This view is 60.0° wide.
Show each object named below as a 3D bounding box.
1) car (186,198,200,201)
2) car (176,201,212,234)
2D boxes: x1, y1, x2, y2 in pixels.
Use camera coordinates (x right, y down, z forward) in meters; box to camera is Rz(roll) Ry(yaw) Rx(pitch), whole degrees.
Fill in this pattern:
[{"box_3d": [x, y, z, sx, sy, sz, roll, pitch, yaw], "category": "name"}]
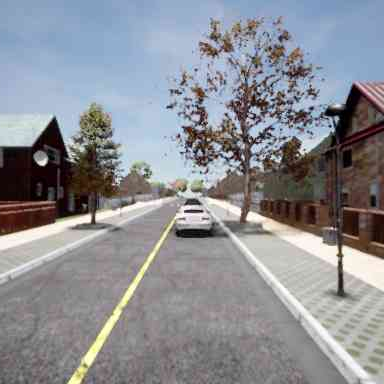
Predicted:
[{"box_3d": [0.082, 1.385, 36.192, 1.882, 1.535, 5.008, 0, 0, 0], "category": "car"}, {"box_3d": [0.091, 1.470, 18.549, 1.812, 1.442, 4.674, 0, 0, 0], "category": "car"}]
